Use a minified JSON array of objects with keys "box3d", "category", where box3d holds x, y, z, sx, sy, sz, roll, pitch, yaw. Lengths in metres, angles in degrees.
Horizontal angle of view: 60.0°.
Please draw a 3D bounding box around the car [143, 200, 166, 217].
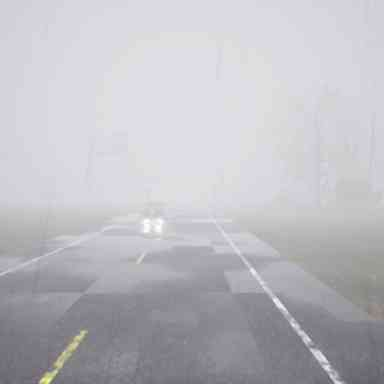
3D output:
[{"box3d":[-3.499,1.564,31.743,2.128,1.511,4.902,0,0,0],"category":"car"}]
